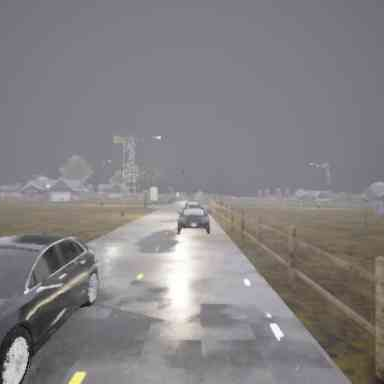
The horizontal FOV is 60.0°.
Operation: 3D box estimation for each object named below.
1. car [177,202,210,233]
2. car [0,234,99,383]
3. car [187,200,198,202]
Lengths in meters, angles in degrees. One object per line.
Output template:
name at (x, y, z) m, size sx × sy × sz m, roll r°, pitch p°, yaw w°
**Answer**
car at (0.094, 1.563, 19.750) m, size 1.812 × 1.442 × 4.674 m, roll 0°, pitch 0°, yaw 0°
car at (-2.852, 1.506, 5.166) m, size 1.837 × 1.490 × 4.892 m, roll 0°, pitch 0°, yaw 0°
car at (0.088, 1.659, 36.782) m, size 1.812 × 1.442 × 4.674 m, roll 0°, pitch 0°, yaw 0°
